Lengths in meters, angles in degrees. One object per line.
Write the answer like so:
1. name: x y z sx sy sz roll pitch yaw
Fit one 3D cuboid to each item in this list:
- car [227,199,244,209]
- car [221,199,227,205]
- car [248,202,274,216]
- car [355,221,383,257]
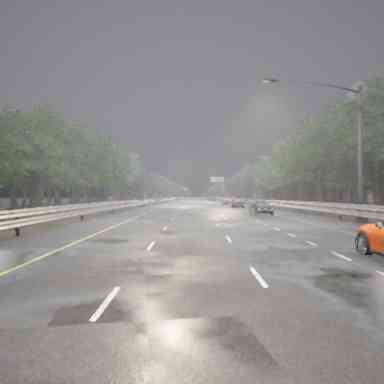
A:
1. car: 7.180 1.893 53.369 1.812 1.442 4.674 0 -1 0
2. car: 7.310 2.196 71.133 1.895 1.301 4.718 0 -1 0
3. car: 7.080 1.698 34.390 2.033 1.411 5.357 0 -1 0
4. car: 7.011 1.364 10.313 2.097 1.767 4.553 0 0 0
